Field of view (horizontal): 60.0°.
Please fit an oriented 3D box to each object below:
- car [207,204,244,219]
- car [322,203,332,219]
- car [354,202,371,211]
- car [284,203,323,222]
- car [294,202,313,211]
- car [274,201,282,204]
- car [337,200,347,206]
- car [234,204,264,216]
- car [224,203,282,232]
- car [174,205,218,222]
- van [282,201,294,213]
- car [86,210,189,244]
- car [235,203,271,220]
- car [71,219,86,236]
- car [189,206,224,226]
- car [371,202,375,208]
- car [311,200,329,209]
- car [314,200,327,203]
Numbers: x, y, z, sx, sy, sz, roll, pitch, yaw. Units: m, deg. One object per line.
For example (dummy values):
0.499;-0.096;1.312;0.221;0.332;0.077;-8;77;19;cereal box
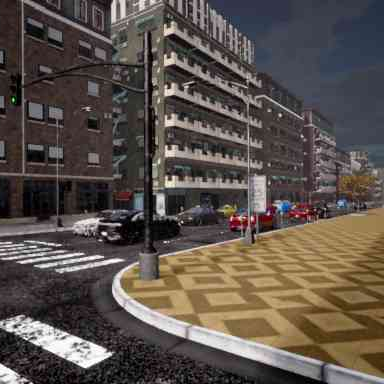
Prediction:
3.703;2.090;36.064;1.752;1.417;4.829;-2;-2;35;car
13.854;2.141;36.080;1.947;1.339;4.313;-2;-2;35;car
30.022;2.583;59.241;1.947;1.339;4.313;-2;-2;35;car
10.619;2.032;31.449;1.887;1.381;4.507;-2;-2;35;car
19.969;2.554;59.365;1.887;1.381;4.507;-2;-2;35;car
10.267;2.289;45.468;1.887;1.381;4.507;-2;-2;35;car
39.273;2.882;87.103;1.690;1.788;3.998;-2;-2;35;car
7.034;2.222;40.835;1.947;1.339;4.313;-2;-2;35;car
4.150;1.751;22.187;1.967;1.590;4.097;-2;-2;35;car
0.469;2.002;31.432;1.752;1.417;4.829;-2;-2;35;car
13.499;2.174;50.106;1.690;1.788;3.998;-2;-2;35;van
-2.563;1.702;17.010;2.128;1.511;4.902;-1;-1;35;car
6.574;2.038;35.672;1.882;1.535;5.008;-1;-1;35;car
-4.739;1.778;19.467;1.812;1.442;4.674;-1;-1;34;car
0.787;1.950;27.395;2.033;1.411;5.357;-1;-1;35;car
36.490;2.745;68.506;2.008;1.369;4.403;-2;-2;35;car
26.434;2.501;68.636;2.192;1.841;5.009;-2;-2;35;car
17.709;2.267;46.052;1.837;1.490;4.892;-1;-1;35;car
